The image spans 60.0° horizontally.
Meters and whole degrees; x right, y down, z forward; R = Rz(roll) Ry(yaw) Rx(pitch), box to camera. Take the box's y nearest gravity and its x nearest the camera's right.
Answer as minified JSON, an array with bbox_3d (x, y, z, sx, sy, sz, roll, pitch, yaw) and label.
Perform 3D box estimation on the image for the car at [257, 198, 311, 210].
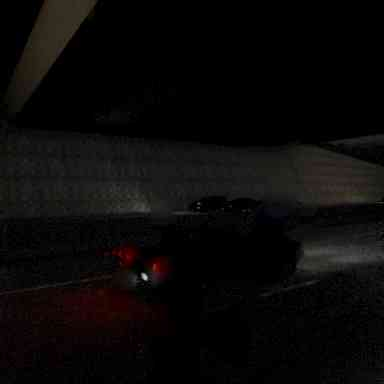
[{"bbox_3d":[7.733,1.369,26.680,4.674,1.442,1.812,0,0,-35],"label":"car"}]

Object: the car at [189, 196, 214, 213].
[{"bbox_3d":[1.849,1.192,35.378,4.553,1.767,2.097,0,0,-35],"label":"car"}]

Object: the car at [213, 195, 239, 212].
[{"bbox_3d":[4.874,1.337,33.235,4.892,1.490,1.837,0,0,-35],"label":"car"}]

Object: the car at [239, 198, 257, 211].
[{"bbox_3d":[6.923,1.337,30.397,4.892,1.490,1.837,0,0,-35],"label":"car"}]

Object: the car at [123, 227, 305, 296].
[{"bbox_3d":[0.775,1.561,8.612,4.718,1.301,1.895,-1,0,-35],"label":"car"}]

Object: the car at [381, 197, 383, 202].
[{"bbox_3d":[35.630,1.072,59.260,4.674,1.442,1.812,0,0,-35],"label":"car"}]
